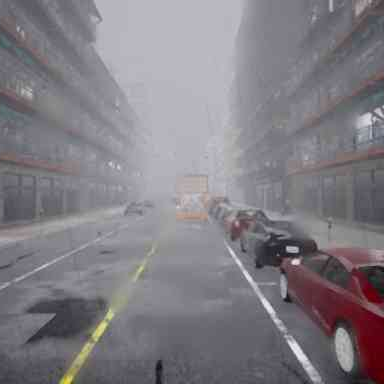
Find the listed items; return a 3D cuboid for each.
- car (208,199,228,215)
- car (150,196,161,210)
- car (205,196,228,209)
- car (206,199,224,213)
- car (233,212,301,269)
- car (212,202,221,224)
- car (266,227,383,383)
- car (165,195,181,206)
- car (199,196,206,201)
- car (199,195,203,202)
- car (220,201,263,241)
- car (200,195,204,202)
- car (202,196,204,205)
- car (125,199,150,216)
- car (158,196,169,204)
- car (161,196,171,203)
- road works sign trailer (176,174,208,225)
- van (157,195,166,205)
[{"bbox_3d":[2.694,1.592,28.040,2.008,1.369,4.403,1,0,0],"label":"car"},{"bbox_3d":[-5.689,1.623,45.111,1.947,1.339,4.313,1,0,0],"label":"car"},{"bbox_3d":[2.696,1.363,33.712,2.192,1.841,5.009,1,0,0],"label":"car"},{"bbox_3d":[2.692,1.578,39.553,1.752,1.417,4.829,1,0,0],"label":"car"},{"bbox_3d":[2.698,1.585,11.028,1.947,1.339,4.313,1,0,0],"label":"car"},{"bbox_3d":[2.696,1.586,22.370,2.008,1.369,4.403,1,0,0],"label":"car"},{"bbox_3d":[2.699,1.554,5.358,1.887,1.381,4.507,1,0,0],"label":"car"},{"bbox_3d":[-3.069,1.573,57.944,1.837,1.490,4.892,0,0,1],"label":"car"},{"bbox_3d":[2.684,1.662,84.751,1.802,1.307,4.206,1,0,0],"label":"car"},{"bbox_3d":[2.688,1.597,62.236,1.752,1.417,4.829,1,0,0],"label":"car"},{"bbox_3d":[2.698,1.467,16.699,1.967,1.590,4.097,1,0,0],"label":"car"},{"bbox_3d":[2.690,1.607,50.724,1.887,1.381,4.507,1,0,0],"label":"car"},{"bbox_3d":[2.691,1.602,45.053,1.887,1.381,4.507,1,0,0],"label":"car"},{"bbox_3d":[-5.688,1.629,33.767,1.802,1.307,4.206,1,0,0],"label":"car"},{"bbox_3d":[-5.694,1.619,67.796,1.887,1.381,4.507,1,0,0],"label":"car"},{"bbox_3d":[-5.695,1.628,73.468,2.008,1.369,4.403,1,0,0],"label":"car"},{"bbox_3d":[-0.006,0.502,24.649,2.380,3.560,2.880,0,0,0],"label":"road works sign trailer"},{"bbox_3d":[-5.690,1.412,62.125,1.690,1.788,3.998,1,0,0],"label":"van"}]
